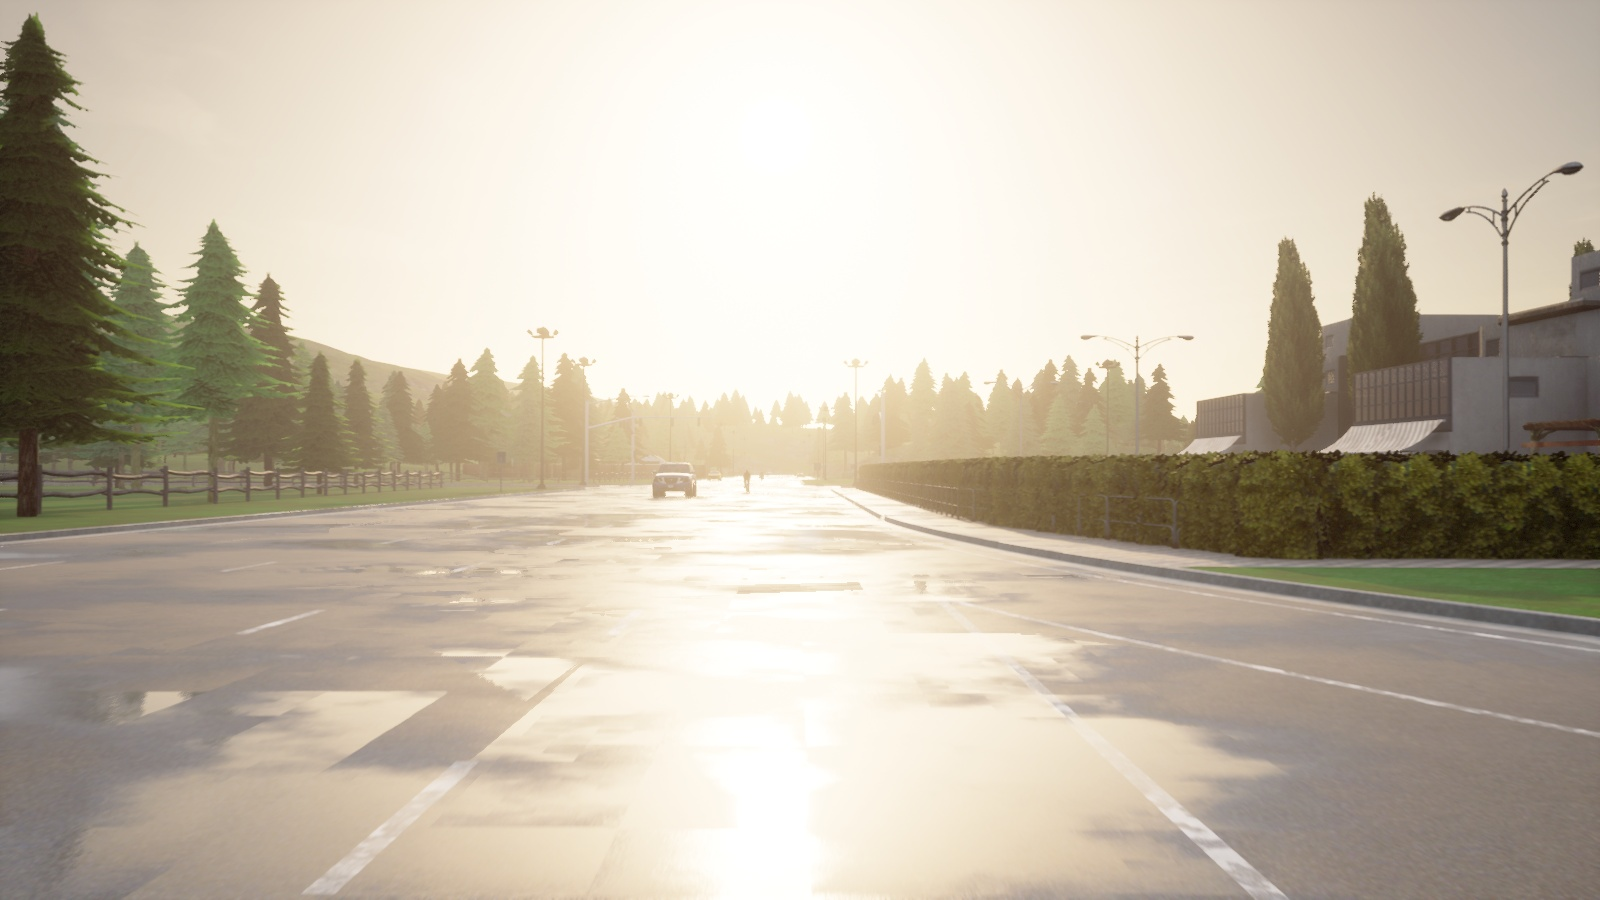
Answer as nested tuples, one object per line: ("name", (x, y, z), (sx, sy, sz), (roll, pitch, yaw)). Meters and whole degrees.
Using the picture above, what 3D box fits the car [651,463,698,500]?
("car", (-7.169, 1.770, 72.303), (2.150, 2.045, 5.566), (0, -1, 0))
